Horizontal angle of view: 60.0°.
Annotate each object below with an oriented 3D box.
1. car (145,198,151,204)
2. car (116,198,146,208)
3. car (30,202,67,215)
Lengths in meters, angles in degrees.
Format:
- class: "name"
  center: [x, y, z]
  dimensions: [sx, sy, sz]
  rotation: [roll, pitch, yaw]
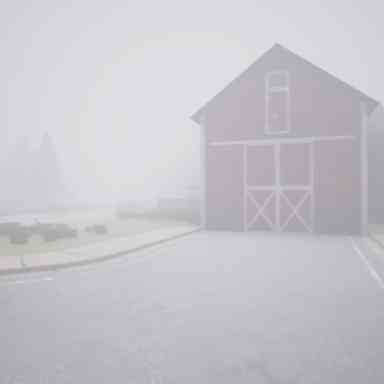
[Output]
- class: "car"
  center: [-8.872, 1.879, 58.786]
  dimensions: [1.837, 1.490, 4.892]
  rotation: [0, -1, 19]
- class: "car"
  center: [-7.876, 1.734, 41.457]
  dimensions: [1.816, 1.474, 4.193]
  rotation: [-6, -2, 16]
- class: "car"
  center: [-16.110, 1.842, 37.589]
  dimensions: [1.994, 1.385, 4.181]
  rotation: [0, 0, 19]
